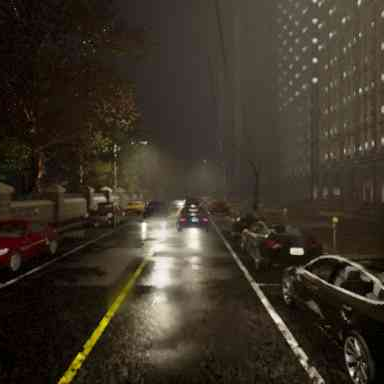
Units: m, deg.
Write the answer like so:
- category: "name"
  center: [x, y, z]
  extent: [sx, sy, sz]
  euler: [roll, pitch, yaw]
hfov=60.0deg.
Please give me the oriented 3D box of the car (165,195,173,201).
- category: "car"
  center: [-5.716, 1.491, 83.653]
  extent: [1.752, 1.417, 4.829]
  euler: [0, 0, 0]

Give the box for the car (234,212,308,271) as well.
- category: "car"
  center: [2.687, 1.553, 10.605]
  extent: [1.947, 1.339, 4.313]
  euler: [0, 0, 0]

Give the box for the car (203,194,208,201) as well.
- category: "car"
  center: [2.679, 1.405, 38.768]
  extent: [1.967, 1.590, 4.097]
  euler: [0, 0, 0]

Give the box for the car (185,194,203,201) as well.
- category: "car"
  center: [0.073, 1.441, 44.334]
  extent: [1.882, 1.535, 5.008]
  euler: [0, 0, 0]

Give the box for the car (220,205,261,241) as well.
- category: "car"
  center: [2.685, 1.547, 16.238]
  extent: [1.947, 1.339, 4.313]
  euler: [0, 0, 0]

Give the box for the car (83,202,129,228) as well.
- category: "car"
  center: [-5.696, 1.416, 21.868]
  extent: [1.967, 1.590, 4.097]
  euler: [0, 0, 0]

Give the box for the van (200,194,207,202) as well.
- category: "van"
  center: [2.667, 1.304, 78.194]
  extent: [1.690, 1.788, 3.998]
  euler: [0, 0, 0]

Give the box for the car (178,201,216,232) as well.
- category: "car"
  center: [0.095, 1.525, 20.111]
  extent: [2.033, 1.411, 5.357]
  euler: [0, 0, 0]

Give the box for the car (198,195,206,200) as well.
- category: "car"
  center: [2.663, 1.551, 89.457]
  extent: [1.802, 1.307, 4.206]
  euler: [0, 0, 0]

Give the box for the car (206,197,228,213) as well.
- category: "car"
  center: [2.681, 1.513, 33.136]
  extent: [1.887, 1.381, 4.507]
  euler: [0, 0, 0]

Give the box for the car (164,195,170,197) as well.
- category: "car"
  center: [-5.709, 1.504, 61.294]
  extent: [1.887, 1.381, 4.507]
  euler: [0, 0, 0]

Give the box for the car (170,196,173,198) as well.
- category: "car"
  center: [-5.712, 1.505, 72.558]
  extent: [1.887, 1.381, 4.507]
  euler: [0, 0, 0]

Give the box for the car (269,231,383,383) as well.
- category: "car"
  center: [2.688, 1.559, 4.973]
  extent: [1.947, 1.339, 4.313]
  euler: [0, 0, 0]

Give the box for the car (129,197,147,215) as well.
- category: "car"
  center: [-5.700, 1.494, 32.963]
  extent: [1.752, 1.417, 4.829]
  euler: [0, 0, 0]

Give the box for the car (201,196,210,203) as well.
- category: "car"
  center: [2.670, 1.541, 66.929]
  extent: [1.802, 1.307, 4.206]
  euler: [0, 0, 0]

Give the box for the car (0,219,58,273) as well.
- category: "car"
  center: [-5.694, 1.569, 10.603]
  extent: [1.802, 1.307, 4.206]
  euler: [0, 0, 0]

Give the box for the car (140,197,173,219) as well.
- category: "car"
  center: [-3.010, 1.486, 29.054]
  extent: [1.882, 1.535, 5.008]
  euler: [0, 0, 0]

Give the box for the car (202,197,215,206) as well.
- category: "car"
  center: [2.673, 1.511, 55.664]
  extent: [2.008, 1.369, 4.403]
  euler: [0, 0, 0]

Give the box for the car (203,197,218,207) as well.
- category: "car"
  center: [2.675, 1.512, 50.032]
  extent: [2.008, 1.369, 4.403]
  euler: [0, 0, 0]

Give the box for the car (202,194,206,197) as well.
- category: "car"
  center: [2.677, 1.403, 44.399]
  extent: [1.967, 1.590, 4.097]
  euler: [0, 0, 0]
